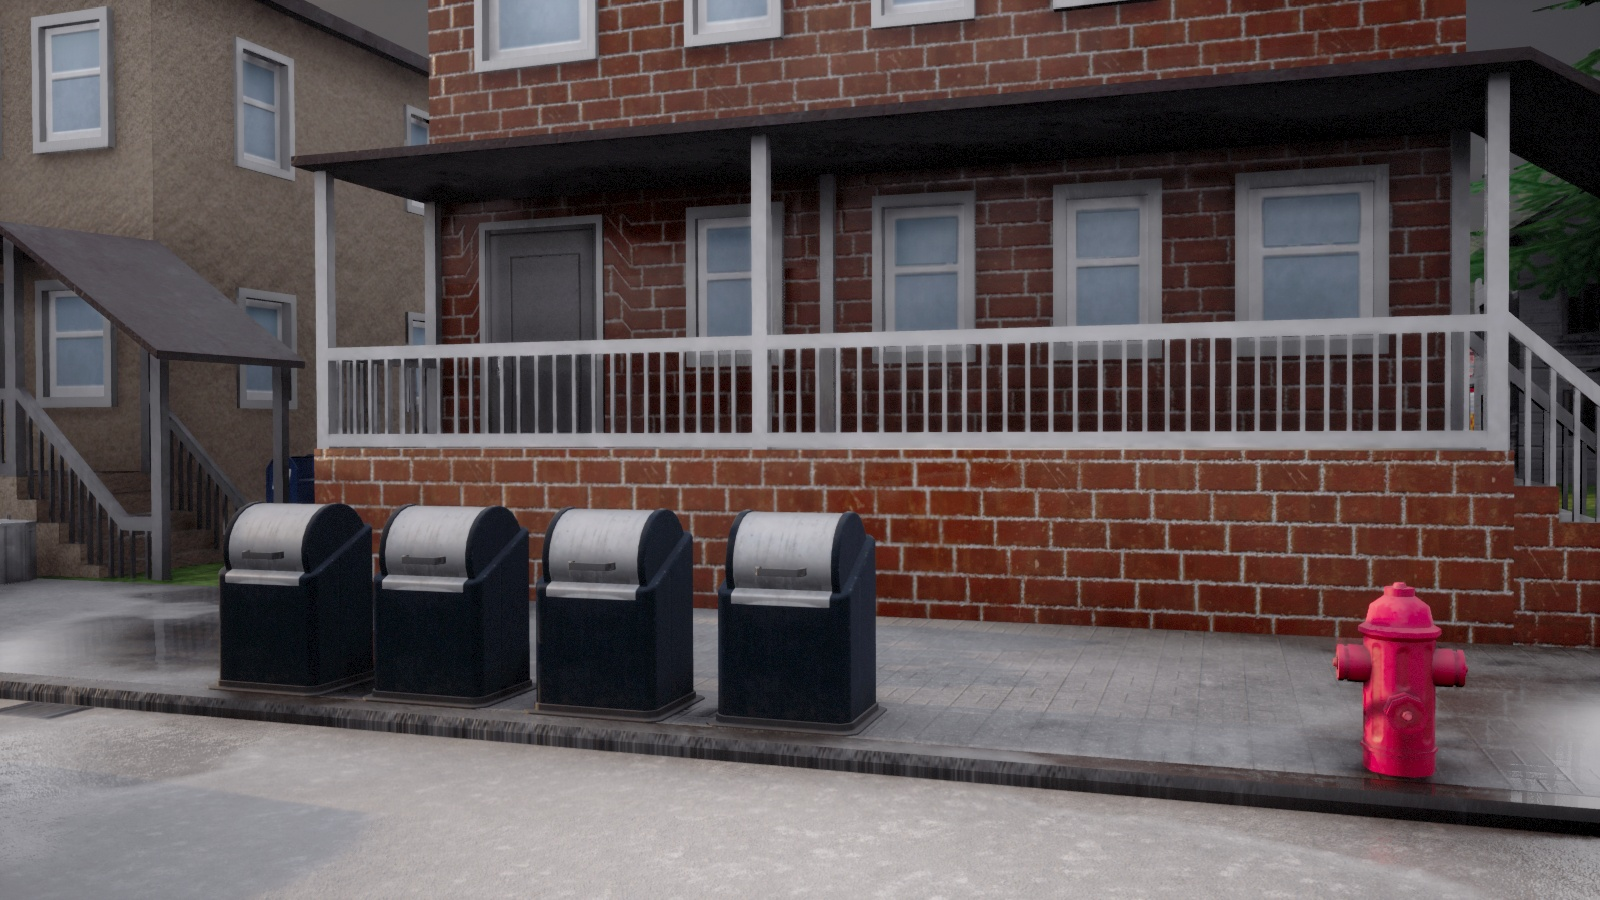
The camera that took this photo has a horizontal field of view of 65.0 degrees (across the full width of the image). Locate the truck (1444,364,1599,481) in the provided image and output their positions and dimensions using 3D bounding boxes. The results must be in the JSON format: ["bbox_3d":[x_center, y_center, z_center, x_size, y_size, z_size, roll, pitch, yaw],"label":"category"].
[{"bbox_3d":[26.759,-0.918,42.503,8.468,3.827,2.891,1,1,18],"label":"truck"}]
